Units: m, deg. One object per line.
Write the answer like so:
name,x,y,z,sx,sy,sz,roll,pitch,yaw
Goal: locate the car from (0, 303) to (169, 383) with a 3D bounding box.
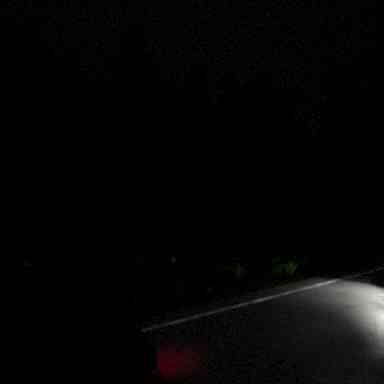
car,-2.725,1.537,1.938,5.357,1.411,2.033,1,0,-35
